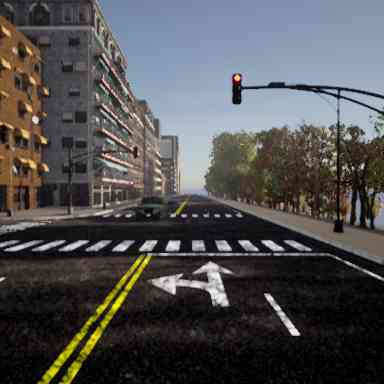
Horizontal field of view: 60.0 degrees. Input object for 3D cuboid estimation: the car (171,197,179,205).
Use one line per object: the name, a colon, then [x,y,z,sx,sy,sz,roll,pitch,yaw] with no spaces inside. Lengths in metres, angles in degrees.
car: [-3.145,1.541,55.517,1.895,1.301,4.718,0,0,0]

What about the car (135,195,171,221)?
car: [-3.204,1.332,27.352,2.150,2.045,5.566,0,1,0]
